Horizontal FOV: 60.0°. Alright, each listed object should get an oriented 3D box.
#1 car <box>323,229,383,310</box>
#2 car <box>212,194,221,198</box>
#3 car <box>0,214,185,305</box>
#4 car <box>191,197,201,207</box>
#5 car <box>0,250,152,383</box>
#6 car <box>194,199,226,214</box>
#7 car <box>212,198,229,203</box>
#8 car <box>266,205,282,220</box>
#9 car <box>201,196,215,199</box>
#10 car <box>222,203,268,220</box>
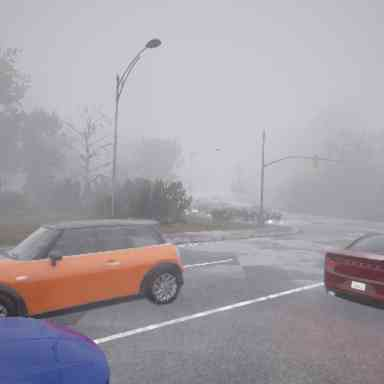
[{"bbox_3d":[4.969,1.555,7.324,5.008,1.535,1.882,1,-1,-35],"label":"car"},{"bbox_3d":[5.863,1.106,79.152,2.033,1.411,5.357,2,2,-1],"label":"car"},{"bbox_3d":[-2.436,1.355,6.493,4.553,1.767,2.097,0,0,-35],"label":"car"},{"bbox_3d":[-0.651,1.703,52.351,2.128,1.511,4.902,2,1,-15],"label":"car"},{"bbox_3d":[-2.889,1.478,1.681,5.008,1.535,1.882,0,0,-36],"label":"car"},{"bbox_3d":[2.260,2.035,42.791,1.994,1.385,4.181,3,0,-19],"label":"car"},{"bbox_3d":[4.631,2.104,46.478,2.033,1.411,5.357,3,1,-18],"label":"car"},{"bbox_3d":[8.107,2.215,37.267,1.837,1.490,4.892,3,-1,-21],"label":"car"},{"bbox_3d":[1.916,1.730,56.505,1.837,1.490,4.892,2,2,-12],"label":"car"},{"bbox_3d":[5.418,2.170,34.592,1.895,1.301,4.718,3,-1,-23],"label":"car"}]
